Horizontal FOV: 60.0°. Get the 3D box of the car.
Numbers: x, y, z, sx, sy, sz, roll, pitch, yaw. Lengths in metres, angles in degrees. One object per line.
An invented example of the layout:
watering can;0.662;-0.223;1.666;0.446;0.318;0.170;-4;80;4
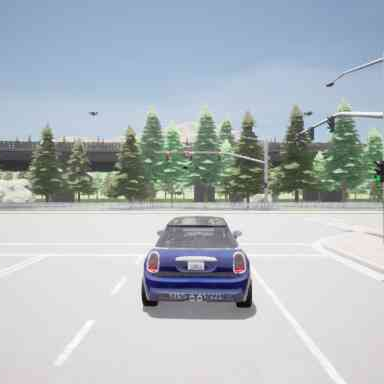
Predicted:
car;0.167;1.352;8.127;2.097;1.767;4.553;0;0;3
